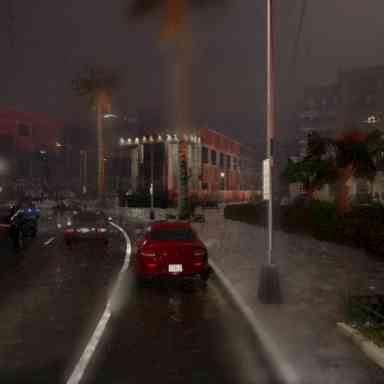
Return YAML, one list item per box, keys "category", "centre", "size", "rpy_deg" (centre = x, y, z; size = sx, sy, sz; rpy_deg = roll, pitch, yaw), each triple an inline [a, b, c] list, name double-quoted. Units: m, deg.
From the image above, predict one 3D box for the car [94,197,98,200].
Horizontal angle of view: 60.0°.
- category: "car"
  centre: [-26.644, 1.553, 85.529]
  size: [4.718, 1.301, 1.895]
  rpy_deg: [0, 0, 24]

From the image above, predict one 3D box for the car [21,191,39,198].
- category: "car"
  centre: [-33.931, 1.226, 68.961]
  size: [4.553, 1.767, 2.185]
  rpy_deg: [0, 0, 24]

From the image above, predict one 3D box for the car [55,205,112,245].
- category: "car"
  centre: [-4.796, 1.560, 15.554]
  size: [2.033, 1.411, 5.357]
  rpy_deg: [0, 0, -14]

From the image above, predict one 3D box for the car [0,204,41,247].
- category: "car"
  centre: [-8.196, 1.489, 14.721]
  size: [2.128, 1.511, 4.902]
  rpy_deg: [0, 0, -14]

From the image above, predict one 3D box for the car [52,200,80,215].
- category: "car"
  centre: [-11.624, 1.487, 30.887]
  size: [2.128, 1.511, 4.902]
  rpy_deg: [0, 0, -34]

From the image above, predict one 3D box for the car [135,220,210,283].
- category: "car"
  centre: [-0.665, 1.524, 9.662]
  size: [1.812, 1.442, 4.674]
  rpy_deg: [0, 0, -7]

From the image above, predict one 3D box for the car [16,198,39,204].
- category: "car"
  centre: [-14.518, 1.552, 28.918]
  size: [2.033, 1.411, 5.357]
  rpy_deg: [0, 0, -34]
